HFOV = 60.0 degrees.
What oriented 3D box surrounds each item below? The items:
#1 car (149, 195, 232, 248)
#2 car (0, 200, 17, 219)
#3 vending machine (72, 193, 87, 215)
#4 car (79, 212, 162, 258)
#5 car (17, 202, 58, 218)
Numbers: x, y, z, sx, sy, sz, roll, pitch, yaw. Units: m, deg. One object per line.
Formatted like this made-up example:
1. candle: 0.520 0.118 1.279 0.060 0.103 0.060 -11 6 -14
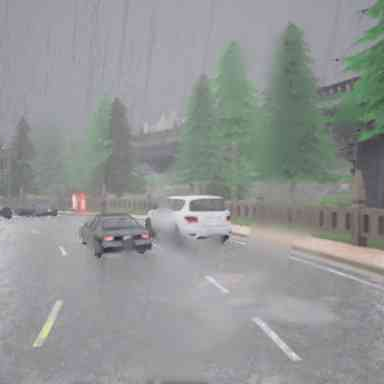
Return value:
1. car: -0.344 1.166 14.829 2.150 2.045 5.566 0 0 -25
2. car: -17.066 1.375 27.558 4.553 1.767 2.097 0 0 31
3. vending machine: -11.140 1.152 32.932 0.880 2.100 1.100 0 0 33
4. car: -3.136 1.521 12.914 2.033 1.411 5.357 0 0 -25
5. car: -13.931 1.555 29.687 4.181 1.385 1.994 0 0 33
